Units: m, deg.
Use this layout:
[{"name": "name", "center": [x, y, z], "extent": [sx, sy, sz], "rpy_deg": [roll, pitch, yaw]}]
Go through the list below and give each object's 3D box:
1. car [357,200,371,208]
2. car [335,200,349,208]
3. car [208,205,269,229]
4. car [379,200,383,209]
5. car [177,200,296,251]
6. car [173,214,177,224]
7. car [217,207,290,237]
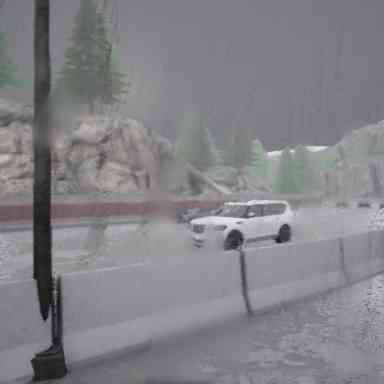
[{"name": "car", "center": [29.642, 2.053, 57.217], "extent": [2.033, 1.411, 5.357], "rpy_deg": [-1, -1, 30]}, {"name": "car", "center": [26.697, 2.162, 59.105], "extent": [1.895, 1.301, 4.718], "rpy_deg": [-1, -1, 30]}, {"name": "car", "center": [3.565, 1.813, 24.990], "extent": [4.892, 1.490, 1.837], "rpy_deg": [0, -1, -43]}, {"name": "car", "center": [30.501, 1.915, 51.900], "extent": [2.128, 1.511, 4.902], "rpy_deg": [-1, -1, 33]}, {"name": "car", "center": [2.317, 1.400, 14.654], "extent": [5.566, 2.045, 2.150], "rpy_deg": [0, -1, -39]}, {"name": "car", "center": [0.477, 1.927, 26.927], "extent": [4.181, 1.385, 1.994], "rpy_deg": [0, -1, -42]}, {"name": "car", "center": [3.921, 1.753, 20.621], "extent": [4.892, 1.490, 1.837], "rpy_deg": [1, -1, -42]}]
